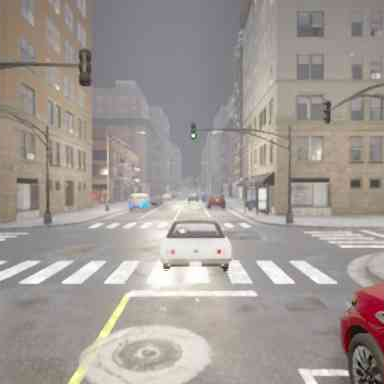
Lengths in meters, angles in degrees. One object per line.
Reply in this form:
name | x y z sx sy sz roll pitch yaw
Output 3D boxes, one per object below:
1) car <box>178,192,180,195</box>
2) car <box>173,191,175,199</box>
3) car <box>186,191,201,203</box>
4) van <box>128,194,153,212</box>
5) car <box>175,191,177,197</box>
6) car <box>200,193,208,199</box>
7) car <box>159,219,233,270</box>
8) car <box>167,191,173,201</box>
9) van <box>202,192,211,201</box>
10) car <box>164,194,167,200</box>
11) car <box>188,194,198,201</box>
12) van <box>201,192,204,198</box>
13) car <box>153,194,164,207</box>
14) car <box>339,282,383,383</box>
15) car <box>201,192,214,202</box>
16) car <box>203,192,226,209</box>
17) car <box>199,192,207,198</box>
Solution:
car | -5.161 0.864 93.088 1.802 1.307 4.206 0 0 0
car | -5.220 1.000 71.464 2.008 1.369 4.403 0 0 0
car | 0.251 1.041 58.474 2.128 1.511 4.902 0 0 0
van | -5.325 1.083 33.620 1.690 1.788 3.998 0 0 0
car | -5.205 0.973 76.870 1.947 1.339 4.313 0 0 0
car | 2.870 0.888 82.427 1.752 1.417 4.829 0 0 0
car | 0.109 1.517 10.626 1.895 1.301 4.718 0 1 0
car | -5.236 1.018 65.888 1.752 1.417 4.829 0 0 0
van | 2.844 0.831 66.038 1.690 1.788 3.998 0 0 0
car | -5.280 1.162 49.839 1.887 1.381 4.507 0 0 0
car | 0.172 1.069 68.841 1.895 1.301 4.718 0 0 0
van | 2.827 0.915 55.225 1.690 1.788 3.998 0 0 0
car | -5.295 1.225 44.434 1.947 1.339 4.313 0 0 0
car | 2.640 1.301 1.637 2.192 1.841 5.009 0 0 0
car | 2.835 0.847 60.631 2.192 1.841 5.009 0 0 0
car | 2.801 1.014 39.007 2.192 1.841 5.009 0 0 0
car | 2.878 0.762 87.662 1.967 1.590 4.097 0 0 0
